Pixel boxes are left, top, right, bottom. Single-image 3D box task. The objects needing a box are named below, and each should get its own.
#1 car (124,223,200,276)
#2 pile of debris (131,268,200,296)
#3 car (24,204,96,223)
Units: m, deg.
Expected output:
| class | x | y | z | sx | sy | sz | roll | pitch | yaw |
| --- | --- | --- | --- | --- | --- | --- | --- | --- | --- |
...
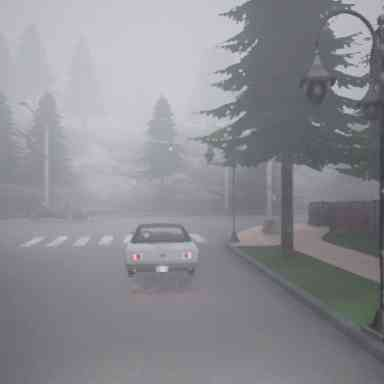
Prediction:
| class | x | y | z | sx | sy | sz | roll | pitch | yaw |
| --- | --- | --- | --- | --- | --- | --- | --- | --- | --- |
| car | -0.990 | 1.604 | 10.378 | 1.895 | 1.301 | 4.718 | 0 | 0 | -7 |
| pile of debris | -0.686 | 2.177 | 8.181 | 1.500 | 0.140 | 1.860 | 0 | 0 | -7 |
| car | -9.508 | 1.478 | 23.919 | 4.718 | 1.301 | 1.895 | 0 | 0 | 10 |
